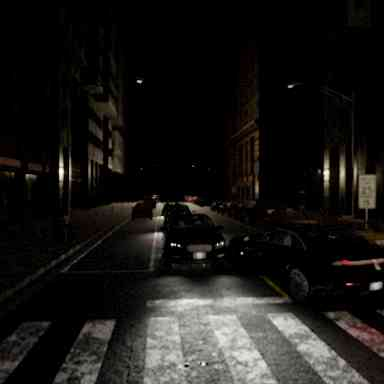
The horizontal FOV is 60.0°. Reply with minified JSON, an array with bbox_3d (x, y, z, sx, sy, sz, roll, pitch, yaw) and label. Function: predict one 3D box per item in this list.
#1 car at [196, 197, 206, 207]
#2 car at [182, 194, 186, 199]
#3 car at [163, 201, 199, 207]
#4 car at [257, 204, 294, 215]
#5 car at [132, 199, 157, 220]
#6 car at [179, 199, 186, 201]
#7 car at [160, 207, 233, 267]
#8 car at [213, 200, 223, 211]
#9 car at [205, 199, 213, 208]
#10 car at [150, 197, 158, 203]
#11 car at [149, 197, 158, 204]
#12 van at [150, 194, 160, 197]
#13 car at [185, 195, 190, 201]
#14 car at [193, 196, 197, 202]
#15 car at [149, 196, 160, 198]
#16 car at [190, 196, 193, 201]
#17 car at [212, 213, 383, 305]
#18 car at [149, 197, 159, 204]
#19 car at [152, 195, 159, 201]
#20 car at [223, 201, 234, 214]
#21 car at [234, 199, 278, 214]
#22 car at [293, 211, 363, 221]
[{"bbox_3d":[2.224,1.730,51.724,1.947,1.339,4.313,0,0,-5],"label":"car"},{"bbox_3d":[-0.887,1.795,85.361,1.752,1.417,4.829,0,0,-5],"label":"car"},{"bbox_3d":[-0.891,1.563,21.777,1.837,1.490,4.892,0,0,-5],"label":"car"},{"bbox_3d":[5.303,1.593,18.425,1.752,1.417,4.829,0,0,-5],"label":"car"},{"bbox_3d":[-4.200,1.613,28.610,1.887,1.381,4.507,0,0,-5],"label":"car"},{"bbox_3d":[-1.970,1.656,33.576,1.994,1.385,4.181,0,0,-5],"label":"car"},{"bbox_3d":[-0.069,1.513,11.651,2.128,1.511,4.902,0,0,-7],"label":"car"},{"bbox_3d":[3.755,1.641,35.160,1.752,1.417,4.829,0,0,-5],"label":"car"},{"bbox_3d":[3.255,1.682,40.568,2.008,1.369,4.403,0,0,-5],"label":"car"},{"bbox_3d":[-8.327,1.785,73.235,1.802,1.307,4.206,0,0,-5],"label":"car"},{"bbox_3d":[-7.795,1.711,67.488,1.752,1.417,4.829,0,0,-5],"label":"car"},{"bbox_3d":[-7.295,1.510,62.080,1.690,1.788,3.998,0,0,-5],"label":"van"},{"bbox_3d":[0.161,1.674,74.035,1.967,1.590,4.097,0,0,-5],"label":"car"},{"bbox_3d":[1.708,1.763,57.302,1.802,1.307,4.206,0,0,-5],"label":"car"},{"bbox_3d":[-6.264,1.716,50.922,1.802,1.307,4.206,0,0,-5],"label":"car"},{"bbox_3d":[1.192,1.639,62.880,1.967,1.590,4.097,0,0,-5],"label":"car"},{"bbox_3d":[2.526,1.523,8.322,2.128,1.511,4.902,-1,-1,-20],"label":"car"},{"bbox_3d":[-5.748,1.699,45.344,1.802,1.307,4.206,0,0,-5],"label":"car"},{"bbox_3d":[-9.875,1.698,89.971,1.967,1.590,4.097,0,0,-5],"label":"car"},{"bbox_3d":[4.287,1.644,29.412,1.887,1.381,4.507,0,0,-5],"label":"car"},{"bbox_3d":[4.803,1.398,23.834,2.192,1.841,5.009,0,0,-5],"label":"car"},{"bbox_3d":[5.819,1.577,12.847,1.752,1.417,4.829,0,0,-5],"label":"car"}]
